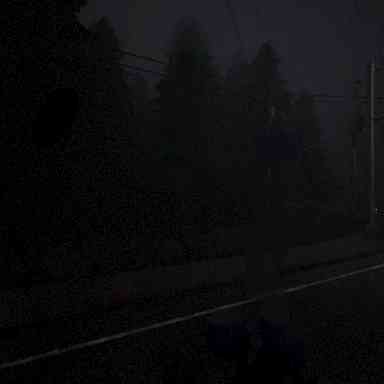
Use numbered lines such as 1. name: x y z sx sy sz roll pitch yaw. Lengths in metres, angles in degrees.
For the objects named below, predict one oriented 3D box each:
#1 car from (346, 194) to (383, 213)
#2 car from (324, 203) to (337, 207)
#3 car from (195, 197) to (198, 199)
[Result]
1. car: 18.050 1.222 34.025 2.150 2.045 5.566 0 0 -6
2. car: 17.860 1.601 46.818 1.895 1.301 4.718 0 0 -28
3. car: 0.385 1.500 64.924 4.892 1.490 1.837 -2 -1 29
